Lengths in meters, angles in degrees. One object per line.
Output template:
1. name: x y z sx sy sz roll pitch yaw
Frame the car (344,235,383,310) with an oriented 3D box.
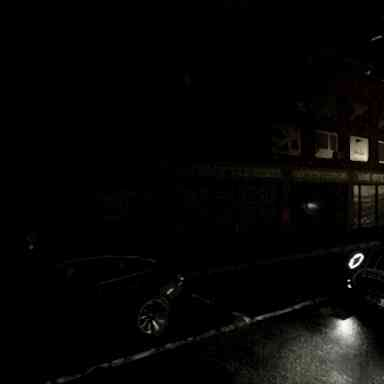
1. car: 5.283 1.383 7.112 4.553 1.767 2.097 0 0 -35

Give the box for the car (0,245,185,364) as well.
1. car: -2.107 1.570 5.064 4.313 1.339 1.947 0 -1 -35
